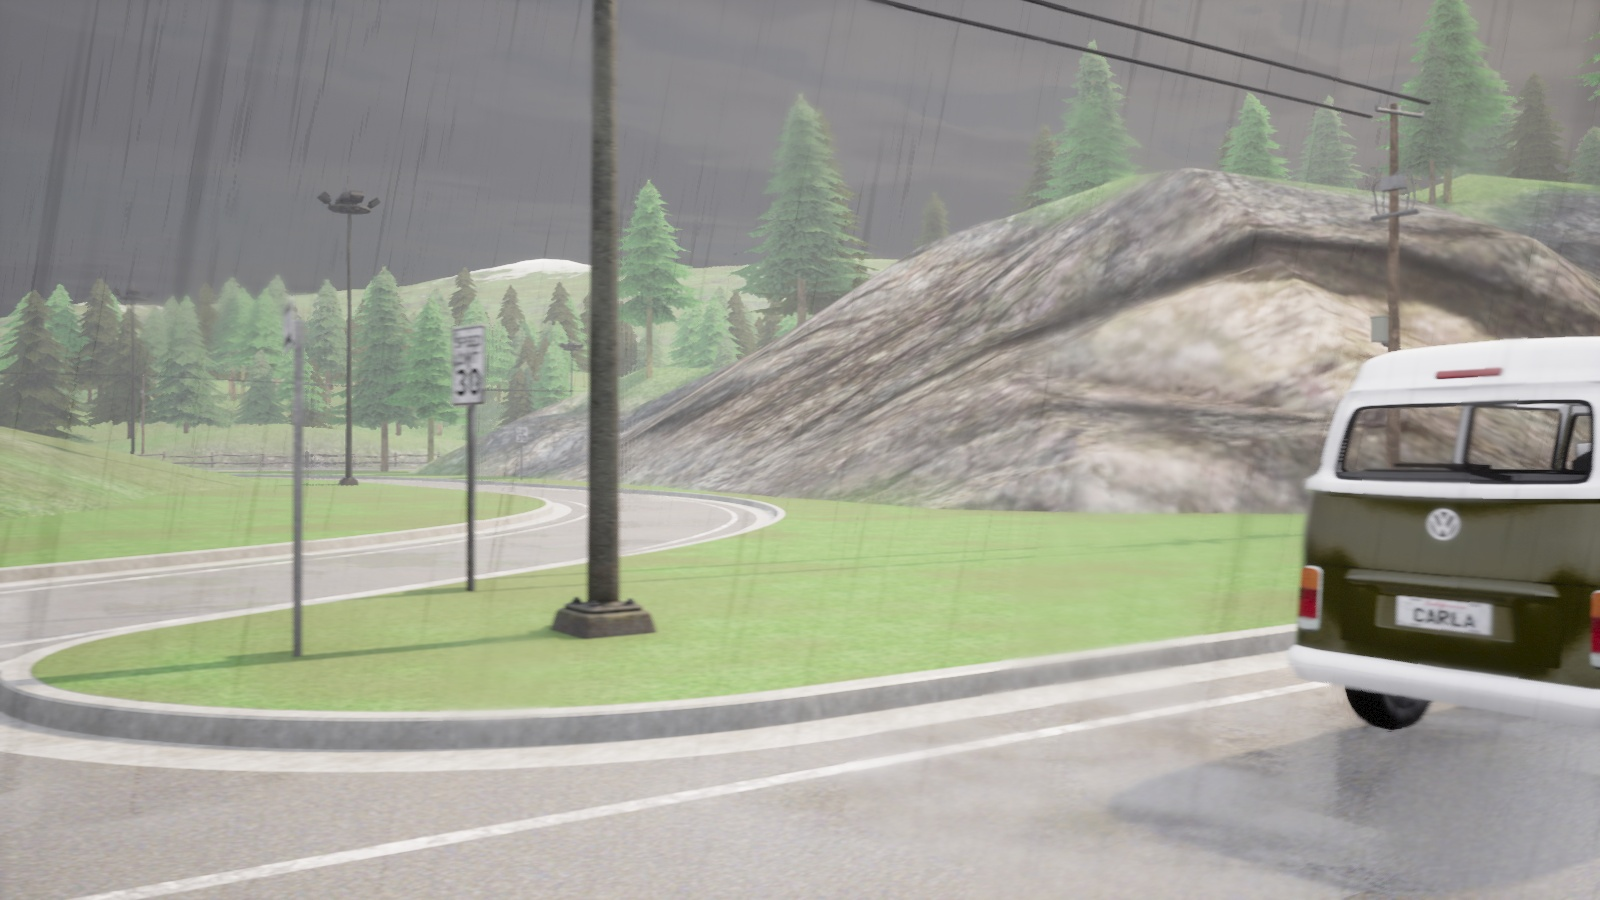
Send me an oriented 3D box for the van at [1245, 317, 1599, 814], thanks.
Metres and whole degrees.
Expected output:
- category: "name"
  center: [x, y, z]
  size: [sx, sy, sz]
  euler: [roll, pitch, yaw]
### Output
- category: "van"
  center: [4.751, 0.475, 6.966]
  size: [4.480, 2.038, 2.069]
  euler: [0, 0, -35]
